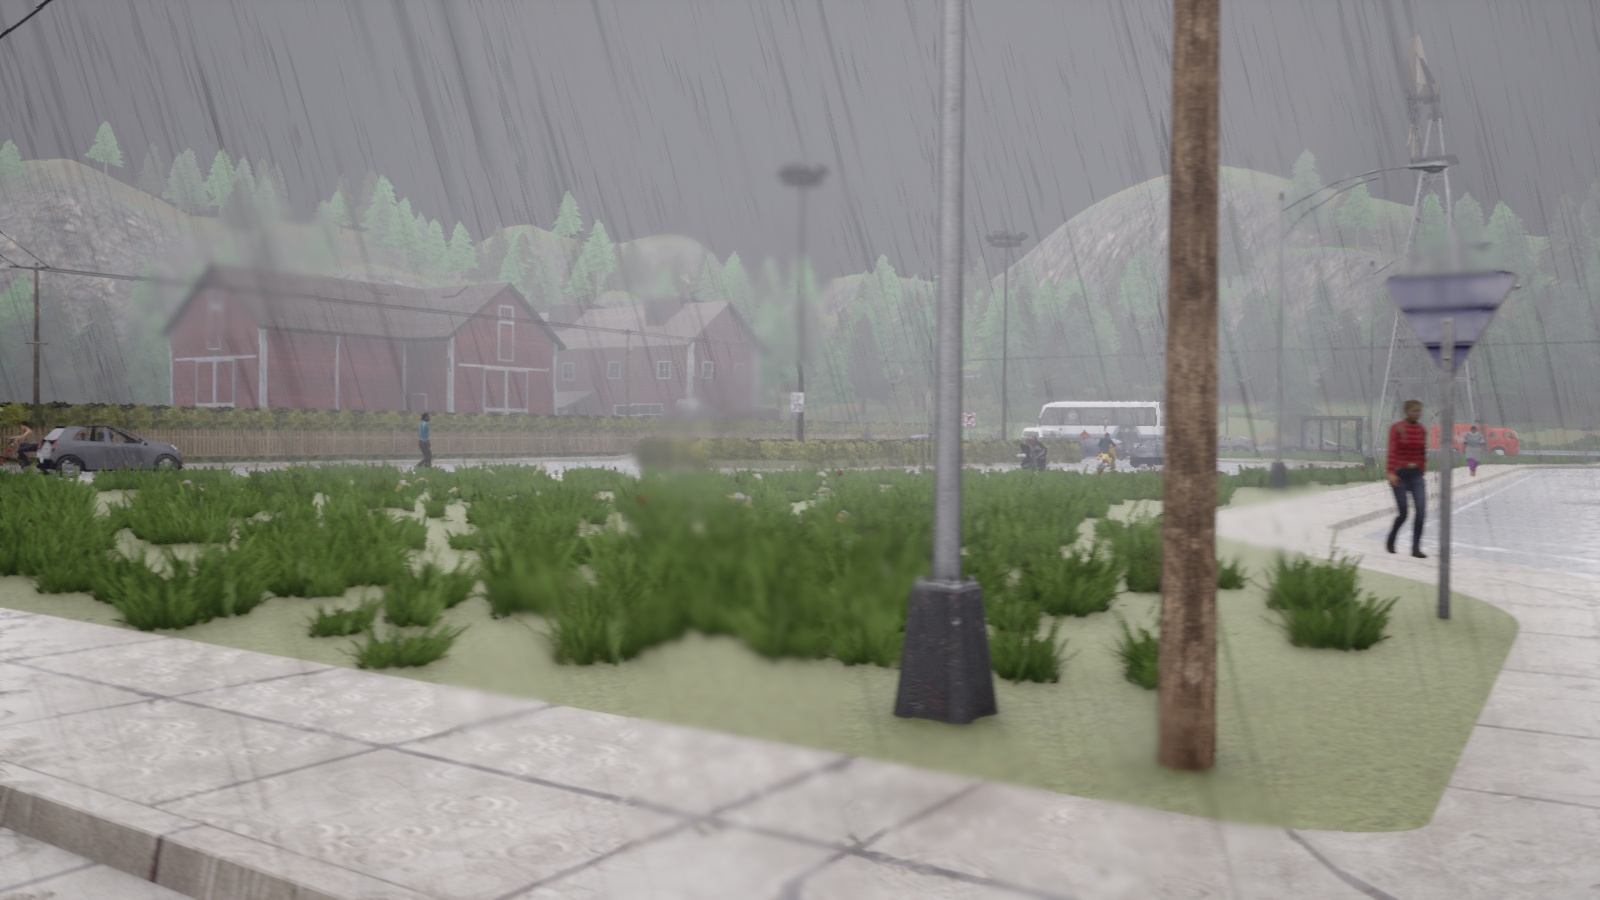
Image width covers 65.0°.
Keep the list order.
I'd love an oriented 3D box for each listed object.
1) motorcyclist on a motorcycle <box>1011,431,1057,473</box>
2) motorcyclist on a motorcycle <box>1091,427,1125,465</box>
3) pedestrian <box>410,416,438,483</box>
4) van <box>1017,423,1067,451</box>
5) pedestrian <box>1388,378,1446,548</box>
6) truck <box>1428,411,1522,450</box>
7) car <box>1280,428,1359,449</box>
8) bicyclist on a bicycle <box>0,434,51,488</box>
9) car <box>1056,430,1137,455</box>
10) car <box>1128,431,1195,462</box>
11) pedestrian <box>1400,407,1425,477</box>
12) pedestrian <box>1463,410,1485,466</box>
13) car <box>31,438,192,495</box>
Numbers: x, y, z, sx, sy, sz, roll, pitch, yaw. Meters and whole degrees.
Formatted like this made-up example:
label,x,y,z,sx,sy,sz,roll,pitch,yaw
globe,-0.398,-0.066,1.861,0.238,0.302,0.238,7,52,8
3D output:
label,x,y,z,sx,sy,sz,roll,pitch,yaw
motorcyclist on a motorcycle,8.751,0.047,46.887,0.866,1.530,2.191,0,1,34
motorcyclist on a motorcycle,13.182,-0.168,53.759,0.866,1.590,1.817,0,1,33
pedestrian,-11.014,-0.016,36.829,0.692,1.930,0.396,-1,1,-4
van,17.766,-0.963,92.071,2.069,2.038,4.480,0,1,33
pedestrian,6.848,0.134,13.953,0.331,1.846,0.636,-1,1,1
truck,44.476,-1.288,82.733,5.204,2.467,2.627,0,1,34
car,36.419,-0.802,88.132,4.792,1.488,2.163,0,1,34
bicyclist on a bicycle,-23.742,0.346,38.224,1.509,1.612,0.866,1,-1,-23
car,18.143,-0.459,77.044,1.812,1.442,4.674,-1,1,-41
car,17.329,-0.182,60.084,1.994,1.385,4.181,0,1,33
pedestrian,16.477,-0.224,33.767,0.540,1.848,0.694,0,1,31
pedestrian,23.925,-0.438,44.550,0.659,1.952,0.873,0,1,30
car,-19.649,0.432,35.933,1.845,1.501,3.633,0,1,44
